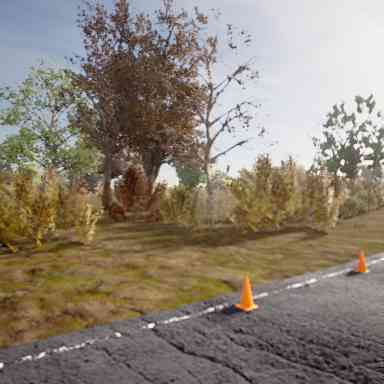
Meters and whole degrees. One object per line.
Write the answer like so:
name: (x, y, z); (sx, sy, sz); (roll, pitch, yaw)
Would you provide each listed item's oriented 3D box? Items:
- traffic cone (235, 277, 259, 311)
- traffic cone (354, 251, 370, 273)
traffic cone: (1.088, 1.977, 6.583); (0.340, 0.580, 0.340); (0, 0, -38)
traffic cone: (4.930, 2.000, 9.641); (0.340, 0.580, 0.340); (0, 0, -39)
